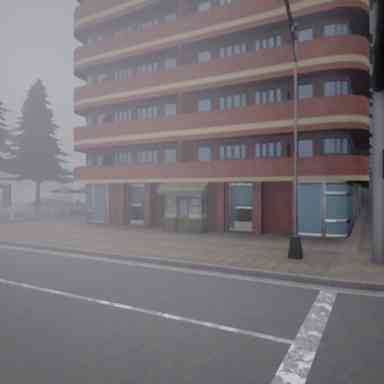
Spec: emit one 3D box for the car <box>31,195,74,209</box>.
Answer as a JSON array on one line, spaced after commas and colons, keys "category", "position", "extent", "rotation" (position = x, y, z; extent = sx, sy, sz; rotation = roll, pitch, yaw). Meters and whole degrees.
[{"category": "car", "position": [-16.556, 1.434, 40.077], "extent": [2.033, 1.411, 5.357], "rotation": [0, 0, 29]}]
